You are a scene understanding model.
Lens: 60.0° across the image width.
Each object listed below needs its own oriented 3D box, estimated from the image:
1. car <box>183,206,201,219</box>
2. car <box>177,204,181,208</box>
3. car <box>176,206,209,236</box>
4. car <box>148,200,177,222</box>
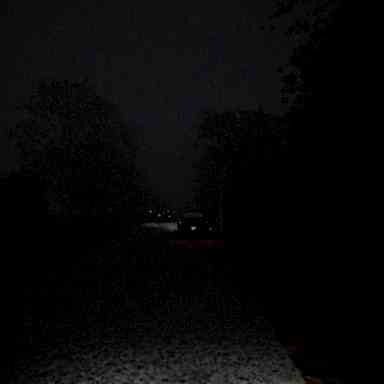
[{"bbox_3d":[-0.011,2.295,37.834,1.994,1.385,4.181,0,-2,0],"label":"car"},{"bbox_3d":[-3.158,3.466,74.089,2.033,1.411,5.357,0,-3,-1],"label":"car"},{"bbox_3d":[0.065,1.832,20.346,1.812,1.442,4.674,0,-1,0],"label":"car"},{"bbox_3d":[-2.948,1.801,32.454,2.150,2.045,5.566,0,-2,0],"label":"car"}]
